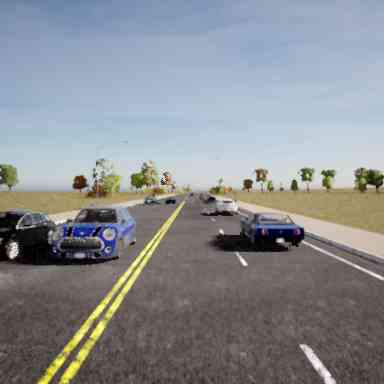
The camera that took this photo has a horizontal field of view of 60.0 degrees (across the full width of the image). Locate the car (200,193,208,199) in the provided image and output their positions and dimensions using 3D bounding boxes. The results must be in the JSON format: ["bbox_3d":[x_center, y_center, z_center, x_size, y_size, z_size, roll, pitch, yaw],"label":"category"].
[{"bbox_3d":[3.253,1.131,91.439,2.033,1.411,5.357,0,0,0],"label":"car"}]

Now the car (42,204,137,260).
[{"bbox_3d":[-3.350,1.300,12.181,2.097,1.767,4.553,0,0,0],"label":"car"}]

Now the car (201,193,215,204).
[{"bbox_3d":[3.252,1.233,58.440,2.128,1.511,4.902,0,0,0],"label":"car"}]

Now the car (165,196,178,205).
[{"bbox_3d":[-3.312,1.364,53.656,1.895,1.301,4.718,0,0,0],"label":"car"}]

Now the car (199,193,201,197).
[{"bbox_3d":[3.252,1.238,80.470,1.895,1.301,4.718,0,0,0],"label":"car"}]

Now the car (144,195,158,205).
[{"bbox_3d":[-6.564,1.255,53.603,2.128,1.511,4.902,0,0,0],"label":"car"}]

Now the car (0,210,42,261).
[{"bbox_3d":[-6.600,1.453,12.092,1.837,1.490,4.892,0,0,0],"label":"car"}]

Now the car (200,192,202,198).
[{"bbox_3d":[3.252,1.145,69.629,1.801,1.575,5.366,0,0,0],"label":"car"}]

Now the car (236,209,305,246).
[{"bbox_3d":[3.349,1.538,14.803,1.895,1.301,4.718,0,0,0],"label":"car"}]

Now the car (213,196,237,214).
[{"bbox_3d":[3.350,1.386,32.645,1.812,1.442,4.674,0,0,0],"label":"car"}]
